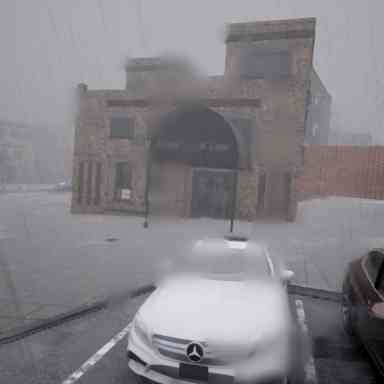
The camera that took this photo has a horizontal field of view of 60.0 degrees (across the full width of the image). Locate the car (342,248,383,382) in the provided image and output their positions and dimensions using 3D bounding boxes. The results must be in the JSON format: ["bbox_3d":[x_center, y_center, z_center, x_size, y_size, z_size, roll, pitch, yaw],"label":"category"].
[{"bbox_3d":[3.032,1.501,3.748,2.163,1.488,4.792,1,-1,15],"label":"car"}]

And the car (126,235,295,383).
[{"bbox_3d":[0.621,1.507,5.470,2.002,1.452,4.674,1,-1,15],"label":"car"}]

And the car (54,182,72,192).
[{"bbox_3d":[-18.677,-0.800,50.439,1.812,1.442,4.674,5,4,23],"label":"car"}]
